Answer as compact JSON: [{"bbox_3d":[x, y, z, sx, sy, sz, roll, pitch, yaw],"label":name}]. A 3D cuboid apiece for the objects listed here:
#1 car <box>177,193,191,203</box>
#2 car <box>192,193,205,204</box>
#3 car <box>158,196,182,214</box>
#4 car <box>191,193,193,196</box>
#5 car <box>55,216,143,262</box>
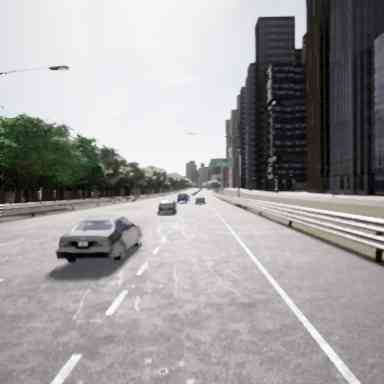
[{"bbox_3d":[-1.893,1.186,68.900,2.150,2.045,5.566,-1,0,1],"label":"car"},{"bbox_3d":[1.579,1.426,63.241,2.128,1.511,4.902,-1,0,1],"label":"car"},{"bbox_3d":[-2.601,1.505,36.333,2.128,1.511,4.902,-1,0,1],"label":"car"},{"bbox_3d":[-1.365,1.428,88.748,2.033,1.411,5.357,-1,0,2],"label":"car"},{"bbox_3d":[-3.154,1.580,12.332,2.033,1.411,5.357,-1,0,1],"label":"car"}]
